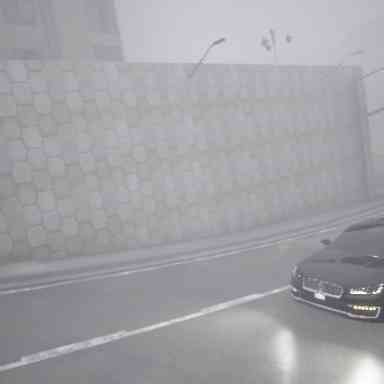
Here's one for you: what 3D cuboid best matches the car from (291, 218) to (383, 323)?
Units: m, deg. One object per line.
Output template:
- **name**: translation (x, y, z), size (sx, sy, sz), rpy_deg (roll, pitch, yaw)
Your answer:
- **car**: translation (4.076, 1.363, 6.885), size (4.892, 1.490, 1.837), rpy_deg (-3, 2, -35)
